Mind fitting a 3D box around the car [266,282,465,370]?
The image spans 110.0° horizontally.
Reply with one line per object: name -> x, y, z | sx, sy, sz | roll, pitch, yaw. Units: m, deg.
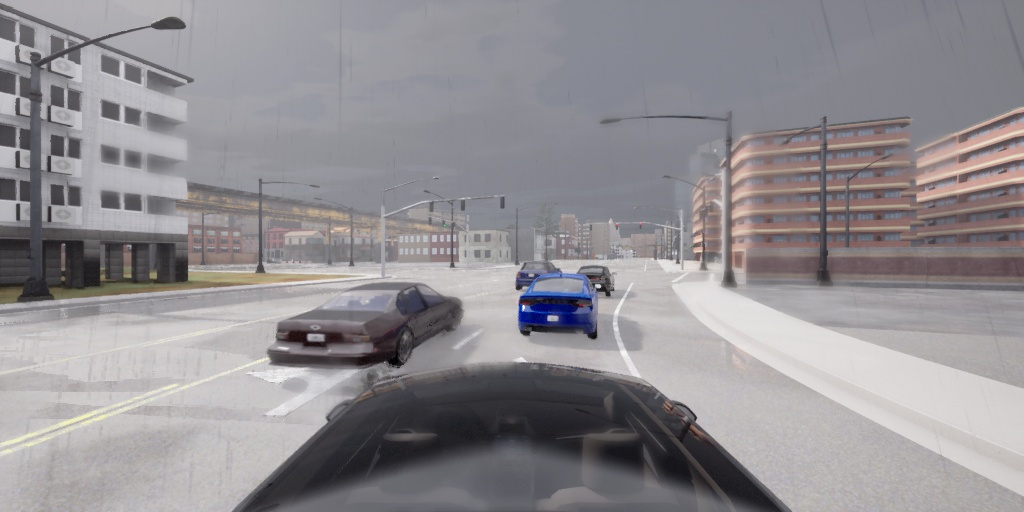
car -> -2.621, 1.297, 7.976 | 2.033, 1.411, 5.357 | 0, 0, 9

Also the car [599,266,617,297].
car -> 4.447, 1.255, 19.236 | 1.837, 1.490, 4.892 | 0, 0, 19

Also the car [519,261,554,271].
car -> 1.821, 1.103, 22.130 | 2.097, 1.767, 4.553 | 0, 0, 20

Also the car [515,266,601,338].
car -> 1.501, 1.228, 10.319 | 1.882, 1.535, 5.008 | 0, 0, 14
